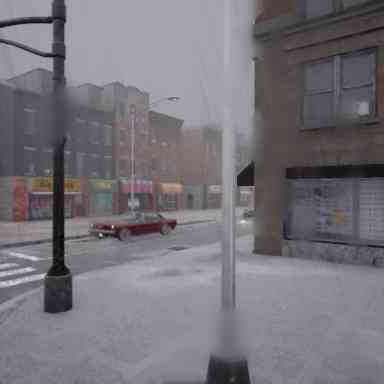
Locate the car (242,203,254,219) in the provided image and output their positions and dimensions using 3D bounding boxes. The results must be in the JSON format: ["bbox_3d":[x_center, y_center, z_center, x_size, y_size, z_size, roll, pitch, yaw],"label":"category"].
[{"bbox_3d":[6.203,1.601,29.593,1.837,1.490,4.892,0,1,36],"label":"car"}]

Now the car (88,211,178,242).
[{"bbox_3d":[-2.859,1.649,16.878,1.895,1.301,4.718,0,0,35],"label":"car"}]
